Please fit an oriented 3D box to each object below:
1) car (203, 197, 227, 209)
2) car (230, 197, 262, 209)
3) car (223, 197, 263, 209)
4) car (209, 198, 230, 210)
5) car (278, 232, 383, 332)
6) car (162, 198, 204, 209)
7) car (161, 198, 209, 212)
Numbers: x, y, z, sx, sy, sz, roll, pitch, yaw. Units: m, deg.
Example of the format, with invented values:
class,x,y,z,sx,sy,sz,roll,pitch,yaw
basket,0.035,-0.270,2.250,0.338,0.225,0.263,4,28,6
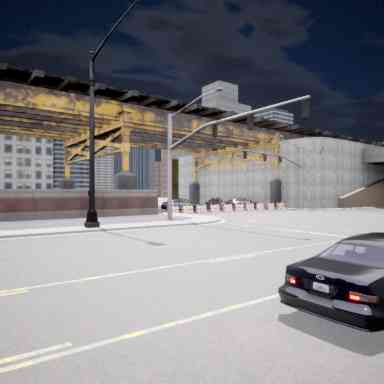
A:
class,x,y,z,sx,sy,sz,roll,pitch,yaw
car,2.831,1.295,40.545,1.853,1.218,4.536,0,0,18
car,6.674,1.295,44.249,4.536,1.218,1.853,0,0,-7
car,6.725,1.453,44.255,4.974,1.542,2.038,0,0,-7
car,2.815,1.453,40.495,2.038,1.542,4.974,0,0,18
car,4.079,1.547,6.688,5.357,1.411,2.033,0,0,-35
car,-0.981,1.295,37.817,4.536,1.218,1.853,0,0,8
car,-0.930,1.453,37.810,4.974,1.542,2.038,0,0,8
